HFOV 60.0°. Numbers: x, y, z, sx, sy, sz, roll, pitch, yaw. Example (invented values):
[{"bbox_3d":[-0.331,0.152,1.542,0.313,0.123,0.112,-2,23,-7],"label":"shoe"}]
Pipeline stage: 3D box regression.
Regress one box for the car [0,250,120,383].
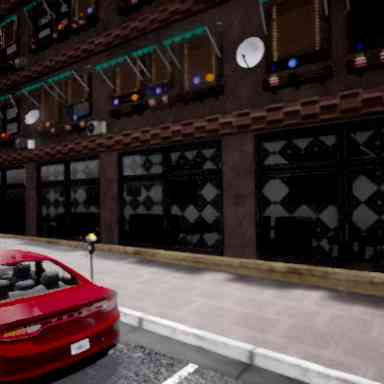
[{"bbox_3d":[-3.022,1.534,4.901,4.507,1.381,1.887,0,-1,36],"label":"car"}]
